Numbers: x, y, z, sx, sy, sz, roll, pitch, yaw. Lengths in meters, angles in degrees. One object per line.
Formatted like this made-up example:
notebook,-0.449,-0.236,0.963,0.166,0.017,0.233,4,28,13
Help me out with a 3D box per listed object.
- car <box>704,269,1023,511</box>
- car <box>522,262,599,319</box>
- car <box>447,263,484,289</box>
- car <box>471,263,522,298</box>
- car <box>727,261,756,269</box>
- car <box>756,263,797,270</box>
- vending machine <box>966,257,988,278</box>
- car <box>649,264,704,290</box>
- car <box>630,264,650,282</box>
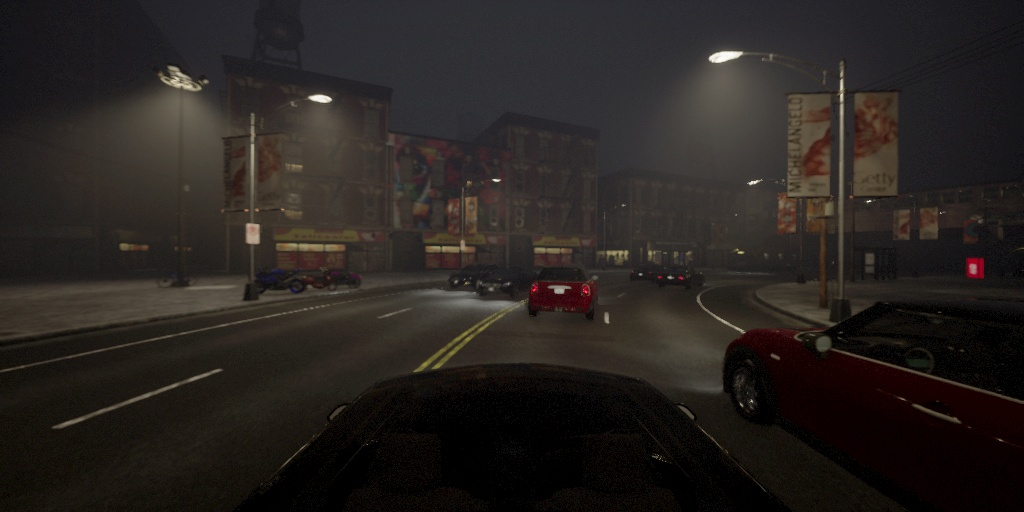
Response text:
car,3.826,1.123,2.911,2.097,1.767,4.553,0,0,1
car,2.009,1.090,13.027,2.097,1.767,4.553,1,0,15
car,-2.009,1.195,22.201,1.837,1.490,4.892,0,0,28
car,-0.012,1.238,18.356,1.812,1.442,4.674,0,0,24
car,31.176,1.398,47.872,5.357,1.411,2.033,0,0,-25
car,33.502,1.473,45.109,4.718,1.301,1.895,0,0,-25
vending machine,44.017,1.161,34.103,0.880,2.100,1.100,0,0,-25
car,10.878,1.321,23.042,2.033,1.411,5.357,0,0,39
car,10.905,1.326,27.949,1.994,1.385,4.181,0,0,44
